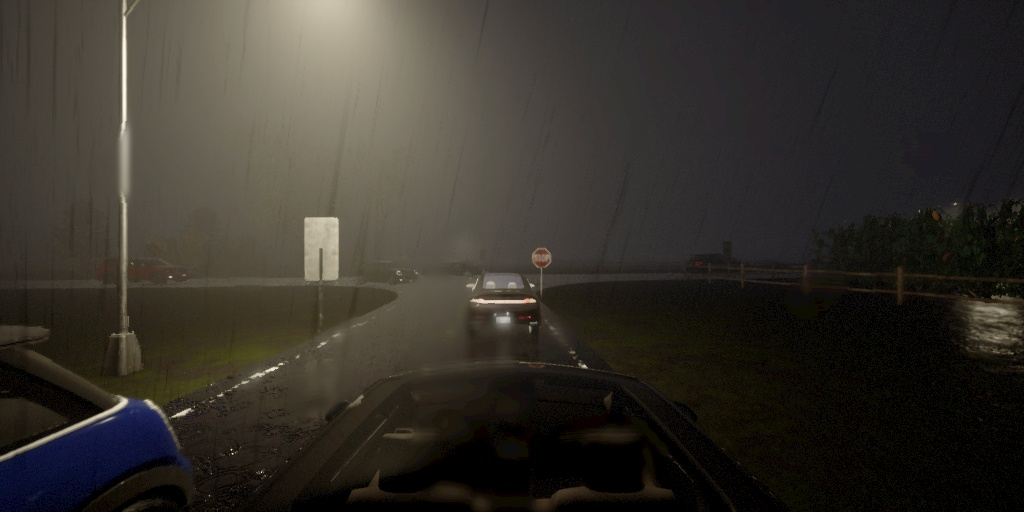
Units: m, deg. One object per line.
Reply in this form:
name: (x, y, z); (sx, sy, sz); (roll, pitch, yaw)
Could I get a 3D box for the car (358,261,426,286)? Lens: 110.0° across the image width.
car: (-8.634, 1.141, 25.178); (4.553, 1.767, 2.097); (0, 0, 30)

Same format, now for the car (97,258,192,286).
car: (-27.890, 1.136, 27.301); (5.566, 2.045, 2.150); (0, 0, -4)

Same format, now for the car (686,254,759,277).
car: (18.468, 0.811, 32.038); (5.566, 2.045, 2.150); (0, 0, -6)

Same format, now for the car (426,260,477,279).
car: (-5.502, 1.303, 32.960); (5.357, 1.411, 2.033); (0, 0, -6)

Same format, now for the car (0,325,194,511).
car: (-2.906, 1.102, 0.125); (2.097, 1.767, 4.553); (0, 0, 0)

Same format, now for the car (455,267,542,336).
car: (-0.302, 1.240, 10.428); (2.128, 1.511, 4.902); (0, 0, -3)

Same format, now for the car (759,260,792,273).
car: (25.594, 1.071, 36.620); (5.357, 1.411, 2.033); (0, 0, -7)
